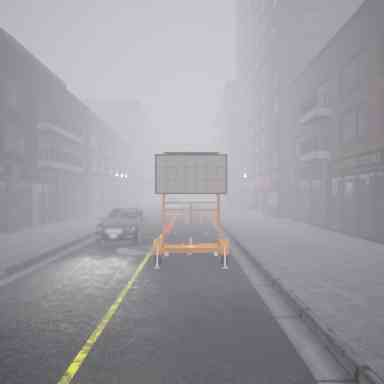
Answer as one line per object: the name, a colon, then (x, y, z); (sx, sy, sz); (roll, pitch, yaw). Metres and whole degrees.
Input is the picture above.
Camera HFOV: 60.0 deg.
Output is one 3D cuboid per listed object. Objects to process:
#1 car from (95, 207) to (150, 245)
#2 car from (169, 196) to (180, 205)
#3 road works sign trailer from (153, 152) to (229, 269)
car: (-3.151, 1.496, 15.733); (2.128, 1.511, 4.902); (0, 0, 0)
car: (-3.197, 1.537, 60.541); (2.128, 1.511, 4.902); (0, 0, 0)
road works sign trailer: (-0.029, 0.467, 11.182); (2.380, 3.560, 2.880); (0, 0, 0)
